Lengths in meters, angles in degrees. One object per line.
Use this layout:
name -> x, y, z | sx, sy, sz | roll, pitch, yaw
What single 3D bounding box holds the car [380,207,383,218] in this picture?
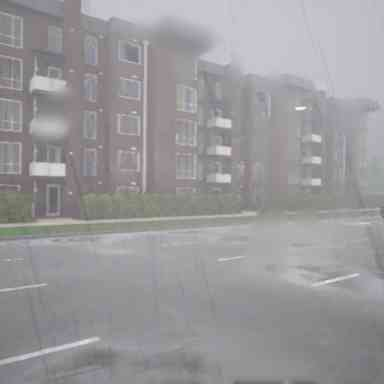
car -> 18.638, 1.596, 29.385 | 5.008, 1.535, 1.882 | 0, 0, -35
